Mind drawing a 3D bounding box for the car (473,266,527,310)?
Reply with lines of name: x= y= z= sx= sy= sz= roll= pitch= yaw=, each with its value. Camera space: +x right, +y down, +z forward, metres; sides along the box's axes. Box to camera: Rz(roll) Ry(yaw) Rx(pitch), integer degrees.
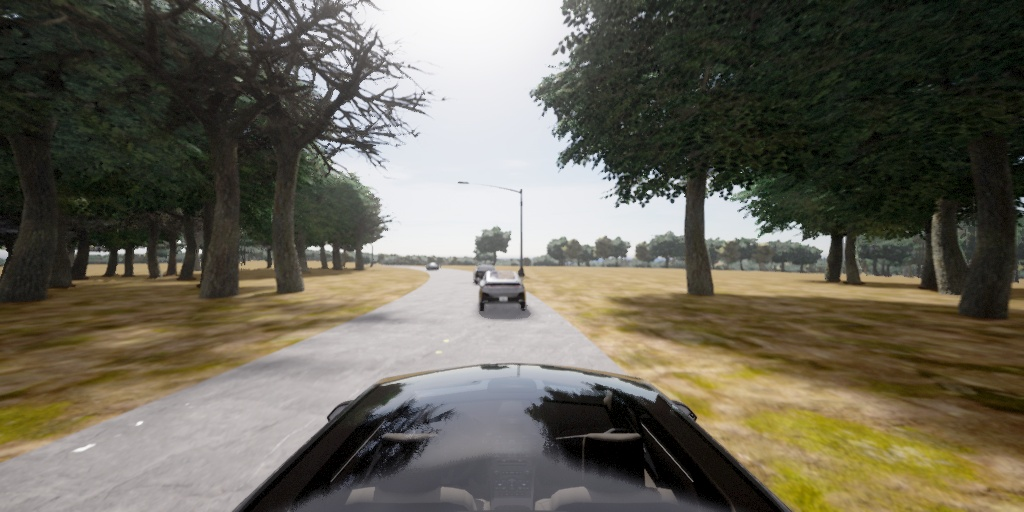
car: x=-0.492 y=1.375 z=15.490 sx=2.128 sy=1.511 sz=4.902 roll=0 pitch=0 yaw=-4
